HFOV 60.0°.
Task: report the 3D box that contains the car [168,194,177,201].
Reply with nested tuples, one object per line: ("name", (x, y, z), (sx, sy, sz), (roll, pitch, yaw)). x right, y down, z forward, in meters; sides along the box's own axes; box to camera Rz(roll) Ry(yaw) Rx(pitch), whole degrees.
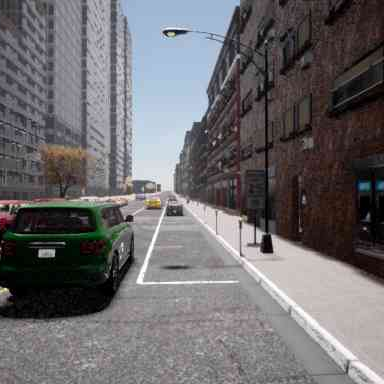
("car", (-5.044, 1.340, 84.014), (2.192, 1.841, 5.009), (1, 0, -4))

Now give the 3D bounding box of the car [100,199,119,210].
("car", (-10.842, 1.621, 44.008), (1.802, 1.307, 4.206), (0, 0, -4))

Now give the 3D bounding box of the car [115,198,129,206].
("car", (-11.575, 1.621, 55.276), (1.802, 1.307, 4.206), (1, 0, -4))

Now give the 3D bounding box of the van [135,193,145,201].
("van", (-13.406, 1.370, 83.448), (1.690, 1.788, 3.998), (1, 0, -4))

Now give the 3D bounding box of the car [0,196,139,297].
("car", (-2.857, 1.231, 8.822), (2.150, 2.045, 5.566), (0, 0, -4))

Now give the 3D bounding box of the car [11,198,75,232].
("car", (-9.374, 1.341, 21.469), (2.192, 1.841, 5.009), (0, 0, -4))

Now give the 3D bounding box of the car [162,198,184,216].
("car", (-1.747, 1.582, 33.301), (2.008, 1.369, 4.403), (0, 0, -4))

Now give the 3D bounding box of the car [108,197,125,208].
("car", (-11.197, 1.565, 49.472), (1.752, 1.417, 4.829), (1, 0, -4))

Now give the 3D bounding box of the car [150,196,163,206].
("car", (-5.835, 1.515, 55.369), (1.882, 1.535, 5.008), (0, 0, -3))

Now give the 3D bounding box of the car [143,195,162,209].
("car", (-5.141, 1.515, 45.181), (1.882, 1.535, 5.008), (0, 0, -3))

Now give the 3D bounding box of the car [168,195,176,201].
("car", (-5.413, 1.565, 89.651), (1.887, 1.381, 4.507), (1, 0, -4))

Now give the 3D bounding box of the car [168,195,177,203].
("car", (-4.312, 1.472, 72.746), (1.967, 1.590, 4.097), (1, 0, -4))

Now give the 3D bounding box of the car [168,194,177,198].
("car", (-3.946, 1.474, 67.113), (1.967, 1.590, 4.097), (1, 0, -4))

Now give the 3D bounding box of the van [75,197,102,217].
("van", (-10.107, 1.376, 32.738), (1.690, 1.788, 3.998), (0, 0, -4))
